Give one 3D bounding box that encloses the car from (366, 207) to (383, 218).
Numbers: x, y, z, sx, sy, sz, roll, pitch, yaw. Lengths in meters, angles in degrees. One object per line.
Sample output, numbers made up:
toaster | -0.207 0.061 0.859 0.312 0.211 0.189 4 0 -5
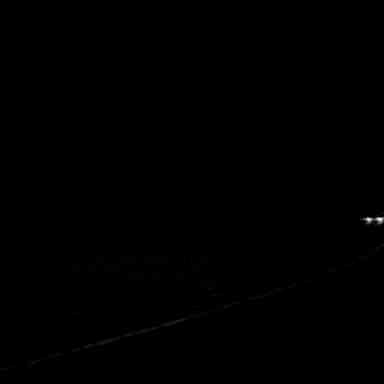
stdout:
car | 23.945 2.614 43.587 2.033 1.411 5.357 -2 -2 26
